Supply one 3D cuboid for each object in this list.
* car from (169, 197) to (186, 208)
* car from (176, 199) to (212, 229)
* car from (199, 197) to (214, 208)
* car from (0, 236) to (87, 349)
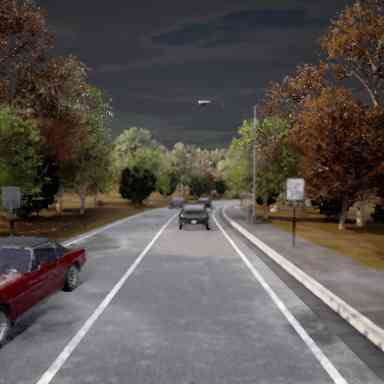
[{"bbox_3d":[-1.792,1.397,45.182,1.837,1.490,4.892,1,0,9],"label":"car"},{"bbox_3d":[0.129,1.461,21.561,1.837,1.490,4.892,0,0,0],"label":"car"},{"bbox_3d":[1.723,1.442,43.777,1.837,1.490,4.892,1,0,8],"label":"car"},{"bbox_3d":[-3.586,1.589,6.162,1.895,1.301,4.718,0,0,0],"label":"car"}]
